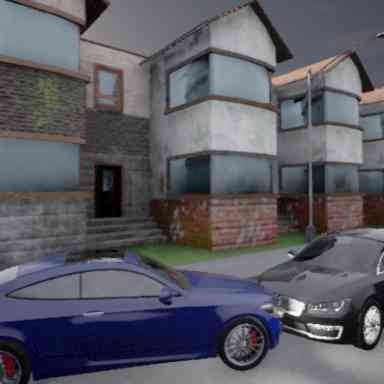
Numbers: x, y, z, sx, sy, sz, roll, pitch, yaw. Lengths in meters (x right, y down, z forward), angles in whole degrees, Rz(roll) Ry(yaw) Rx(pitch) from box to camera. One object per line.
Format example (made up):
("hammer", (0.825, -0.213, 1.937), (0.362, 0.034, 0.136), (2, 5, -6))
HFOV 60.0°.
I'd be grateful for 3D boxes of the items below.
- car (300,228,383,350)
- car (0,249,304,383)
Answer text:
("car", (3.202, 1.517, 6.365), (4.892, 1.490, 1.837), (0, 0, -37))
("car", (-1.050, 1.563, 4.686), (4.674, 1.442, 1.812), (0, 0, -14))
